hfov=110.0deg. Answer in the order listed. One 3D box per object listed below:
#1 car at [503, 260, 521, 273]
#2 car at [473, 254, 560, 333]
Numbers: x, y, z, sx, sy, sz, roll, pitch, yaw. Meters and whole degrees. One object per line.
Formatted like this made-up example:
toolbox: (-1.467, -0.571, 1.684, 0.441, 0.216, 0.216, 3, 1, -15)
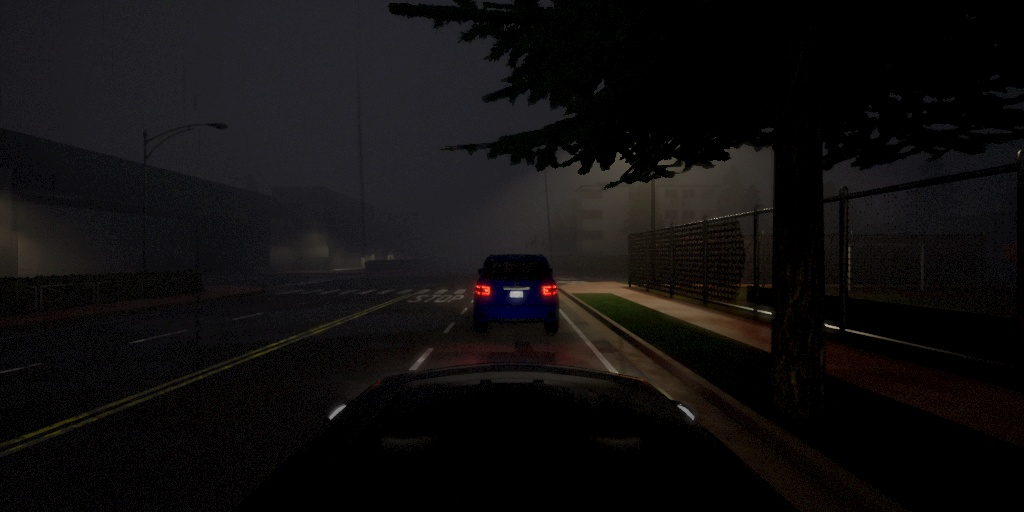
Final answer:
car: (0.005, 1.238, 45.741, 2.128, 1.511, 4.902, 0, 0, 0)
car: (0.111, 0.971, 10.889, 2.150, 2.045, 5.566, 0, 0, 0)
